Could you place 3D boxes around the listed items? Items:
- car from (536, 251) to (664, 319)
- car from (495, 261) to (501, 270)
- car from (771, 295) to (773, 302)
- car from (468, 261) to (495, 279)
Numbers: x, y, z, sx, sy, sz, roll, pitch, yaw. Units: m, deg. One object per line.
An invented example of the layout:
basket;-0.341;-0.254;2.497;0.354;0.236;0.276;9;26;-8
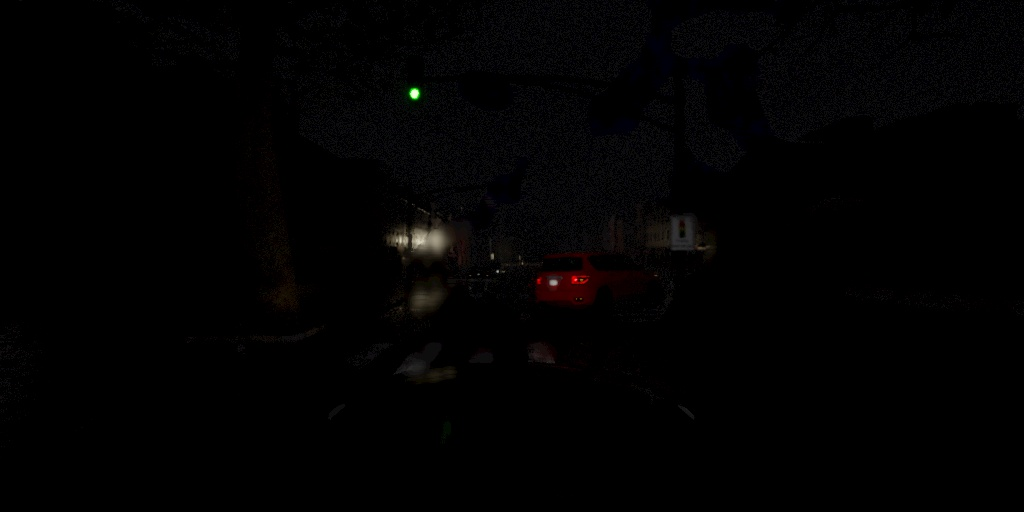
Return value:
car;3.213;0.902;12.746;5.566;2.045;2.150;0;-3;-44
car;-2.788;1.478;55.969;1.994;1.385;4.181;0;0;1
car;10.541;1.130;11.257;4.207;1.307;1.802;0;0;0
car;-2.844;1.380;32.690;1.994;1.385;4.181;0;0;0
